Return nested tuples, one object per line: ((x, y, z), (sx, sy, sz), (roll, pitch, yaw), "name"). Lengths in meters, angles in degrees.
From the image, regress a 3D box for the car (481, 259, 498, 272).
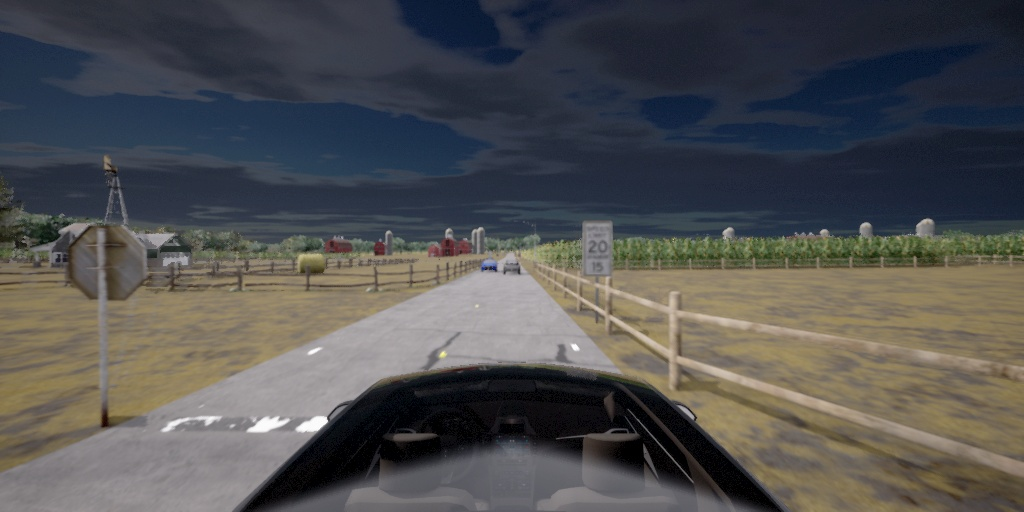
((-2.758, 1.141, 44.486), (1.882, 1.535, 5.008), (0, 0, 0), "car")

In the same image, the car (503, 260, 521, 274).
((-0.005, 1.167, 38.886), (2.128, 1.511, 4.902), (0, 0, 0), "car")
